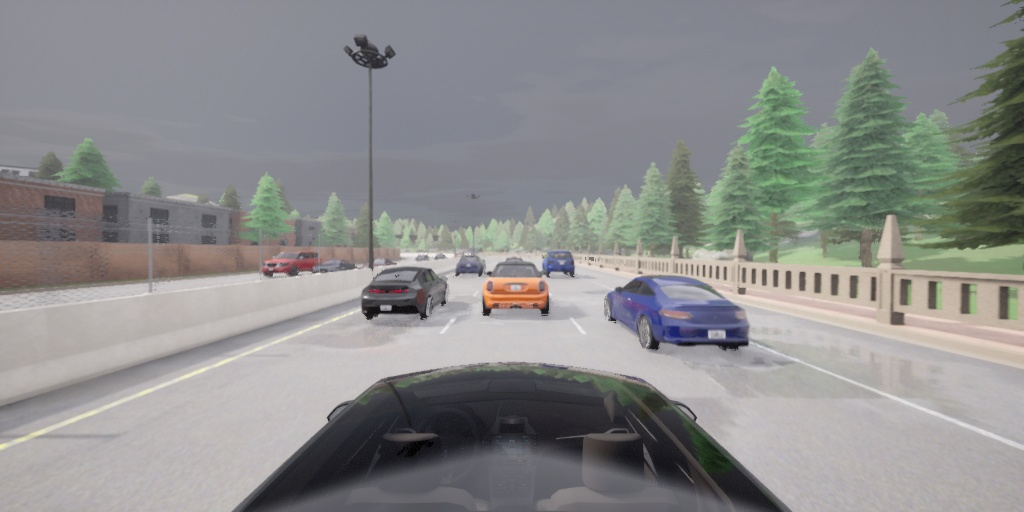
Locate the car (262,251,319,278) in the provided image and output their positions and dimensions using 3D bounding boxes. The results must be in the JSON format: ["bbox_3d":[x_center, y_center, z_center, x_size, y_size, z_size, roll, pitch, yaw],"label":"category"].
[{"bbox_3d":[-17.521,0.595,28.836,2.150,2.045,5.566,0,1,0],"label":"car"}]

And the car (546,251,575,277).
[{"bbox_3d":[3.674,0.598,28.988,2.150,2.045,5.566,0,1,0],"label":"car"}]

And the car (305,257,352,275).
[{"bbox_3d":[-14.022,0.943,28.473,1.994,1.385,4.181,0,1,0],"label":"car"}]

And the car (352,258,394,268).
[{"bbox_3d":[-10.523,0.907,28.343,1.812,1.442,4.674,0,1,0],"label":"car"}]

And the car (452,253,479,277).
[{"bbox_3d":[-3.326,0.718,29.648,2.097,1.767,4.553,0,1,0],"label":"car"}]

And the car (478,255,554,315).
[{"bbox_3d":[0.125,0.948,12.876,2.097,1.767,4.553,0,1,0],"label":"car"}]

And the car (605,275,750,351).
[{"bbox_3d":[3.604,1.182,8.599,1.812,1.442,4.674,0,1,0],"label":"car"}]

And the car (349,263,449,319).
[{"bbox_3d":[-3.378,1.112,12.053,1.837,1.490,4.892,0,1,0],"label":"car"}]
